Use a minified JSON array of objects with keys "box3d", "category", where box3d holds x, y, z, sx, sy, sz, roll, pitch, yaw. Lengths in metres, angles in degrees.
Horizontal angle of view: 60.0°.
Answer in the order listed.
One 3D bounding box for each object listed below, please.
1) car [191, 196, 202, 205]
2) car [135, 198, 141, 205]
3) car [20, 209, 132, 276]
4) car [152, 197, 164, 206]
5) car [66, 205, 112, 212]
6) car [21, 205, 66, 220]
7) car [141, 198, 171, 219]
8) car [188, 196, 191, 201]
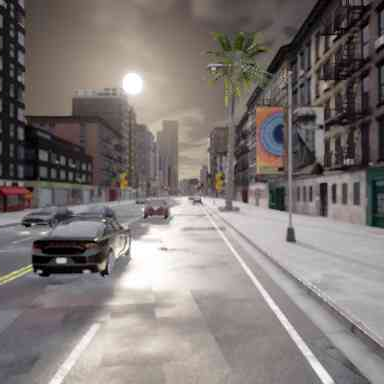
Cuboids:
[{"box3d":[1.136,1.810,67.376,1.812,1.442,4.674,0,0,0],"category":"car"},{"box3d":[-9.757,1.822,64.470,2.033,1.411,5.357,0,0,0],"category":"car"},{"box3d":[-3.155,1.520,10.521,1.882,1.535,5.008,0,0,0],"category":"car"},{"box3d":[-6.519,1.798,64.149,1.812,1.442,4.674,0,0,0],"category":"car"},{"box3d":[-6.602,1.642,23.207,2.033,1.411,5.357,0,0,0],"category":"car"},{"box3d":[-9.851,1.642,23.285,2.033,1.411,5.357,0,0,0],"category":"car"},{"box3d":[-3.152,1.480,31.013,2.097,1.767,4.553,0,0,0],"category":"car"},{"box3d":[-0.001,1.769,86.708,1.895,1.301,4.718,0,0,0],"category":"car"}]
